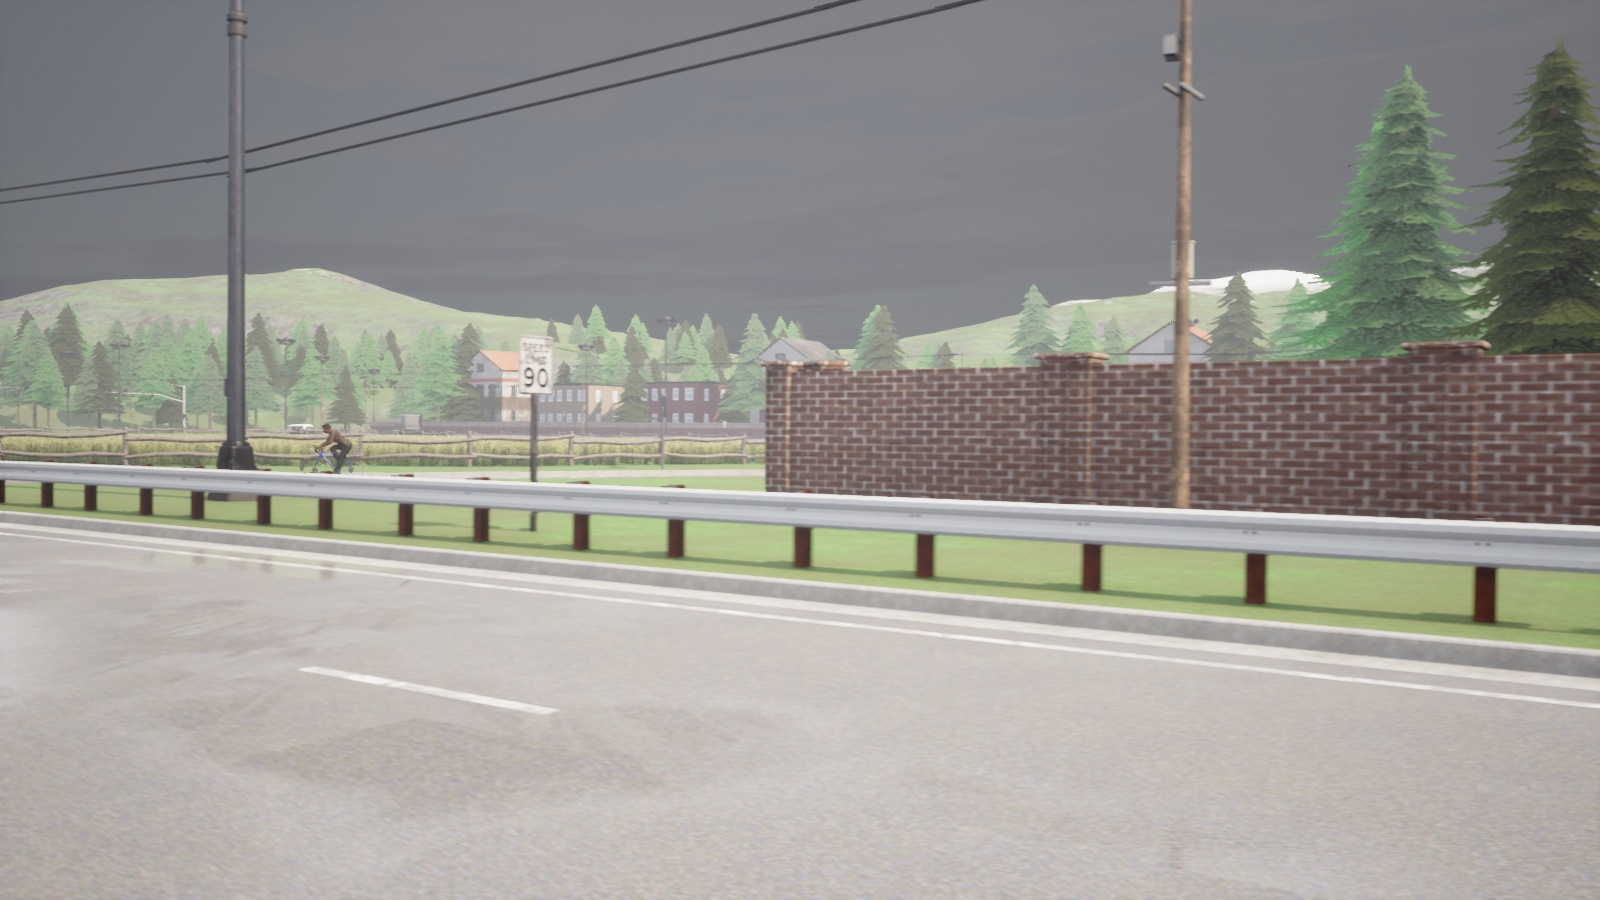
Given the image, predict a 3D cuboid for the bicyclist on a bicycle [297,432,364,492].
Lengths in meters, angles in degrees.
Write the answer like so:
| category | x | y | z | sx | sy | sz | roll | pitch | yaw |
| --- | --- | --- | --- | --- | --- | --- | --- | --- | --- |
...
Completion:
| category | x | y | z | sx | sy | sz | roll | pitch | yaw |
| --- | --- | --- | --- | --- | --- | --- | --- | --- | --- |
| bicyclist on a bicycle | -12.958 | 0.328 | 34.696 | 1.656 | 1.620 | 0.582 | -1 | 0 | -25 |
